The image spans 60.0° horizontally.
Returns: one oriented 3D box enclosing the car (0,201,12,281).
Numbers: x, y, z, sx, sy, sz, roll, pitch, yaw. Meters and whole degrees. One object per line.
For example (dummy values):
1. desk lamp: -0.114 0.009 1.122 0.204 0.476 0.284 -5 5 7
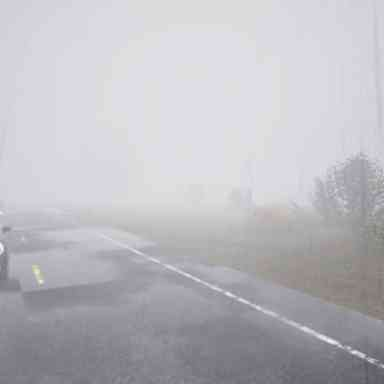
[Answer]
1. car: -6.130 1.297 9.028 2.097 1.767 4.553 0 0 -28
